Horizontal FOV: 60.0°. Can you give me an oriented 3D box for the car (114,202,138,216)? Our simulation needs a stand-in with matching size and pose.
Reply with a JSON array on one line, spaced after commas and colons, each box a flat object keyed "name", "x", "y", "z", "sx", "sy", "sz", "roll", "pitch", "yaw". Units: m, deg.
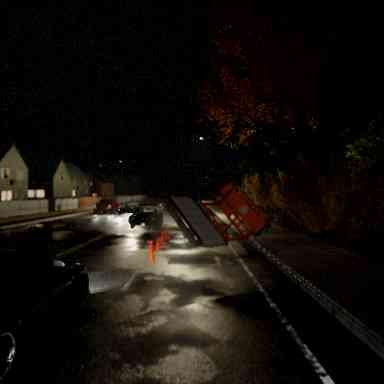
[{"name": "car", "x": -6.512, "y": 1.843, "z": 35.144, "sx": 1.895, "sy": 1.301, "sz": 4.718, "roll": 0, "pitch": 0, "yaw": 0}]

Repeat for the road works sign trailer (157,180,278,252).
[{"name": "road works sign trailer", "x": 0.732, "y": 1.179, "z": 12.310, "sx": 3.560, "sy": 2.880, "sz": 2.380, "roll": 5, "pitch": 38, "yaw": -50}]

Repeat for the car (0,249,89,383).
[{"name": "car", "x": -3.138, "y": 1.603, "z": 5.299, "sx": 1.994, "sy": 1.385, "sz": 4.181, "roll": 0, "pitch": 0, "yaw": 0}]

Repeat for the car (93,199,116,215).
[{"name": "car", "x": -9.751, "y": 1.612, "z": 38.020, "sx": 2.097, "sy": 1.767, "sz": 4.553, "roll": 0, "pitch": 0, "yaw": 0}]

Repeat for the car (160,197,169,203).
[{"name": "car", "x": -6.306, "y": 1.821, "z": 76.500, "sx": 1.837, "sy": 1.490, "sz": 4.892, "roll": 0, "pitch": 0, "yaw": 0}]

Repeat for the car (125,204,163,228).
[{"name": "car", "x": -3.092, "y": 1.766, "z": 23.372, "sx": 1.895, "sy": 1.301, "sz": 4.718, "roll": 0, "pitch": 0, "yaw": 0}]

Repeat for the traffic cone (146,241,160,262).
[{"name": "traffic cone", "x": -1.354, "y": 2.036, "z": 11.185, "sx": 0.340, "sy": 0.580, "sz": 0.340, "roll": 0, "pitch": 0, "yaw": 0}]
